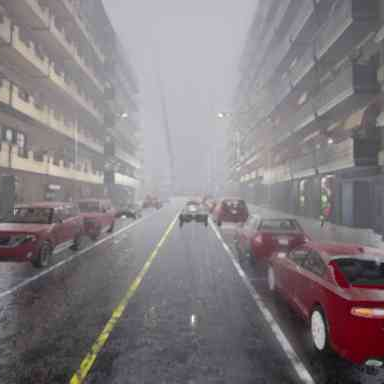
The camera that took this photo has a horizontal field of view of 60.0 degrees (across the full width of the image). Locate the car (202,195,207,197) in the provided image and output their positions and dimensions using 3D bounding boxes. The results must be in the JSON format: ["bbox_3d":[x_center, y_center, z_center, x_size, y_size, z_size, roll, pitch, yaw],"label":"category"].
[{"bbox_3d":[2.567,1.355,55.661,2.192,1.841,5.009,1,0,0],"label":"car"}]

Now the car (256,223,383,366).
[{"bbox_3d":[2.585,1.541,5.879,1.887,1.381,4.507,1,0,0],"label":"car"}]

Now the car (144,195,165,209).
[{"bbox_3d":[-5.281,1.332,44.655,2.192,1.841,5.009,1,0,0],"label":"car"}]

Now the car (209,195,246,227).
[{"bbox_3d":[2.560,1.310,22.472,2.192,1.841,5.009,1,0,0],"label":"car"}]

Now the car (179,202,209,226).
[{"bbox_3d":[0.105,1.596,23.508,1.895,1.301,4.718,0,0,0],"label":"car"}]

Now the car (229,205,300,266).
[{"bbox_3d":[2.596,1.435,11.411,1.967,1.590,4.097,1,0,0],"label":"car"}]

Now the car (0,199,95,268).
[{"bbox_3d":[-5.289,1.311,11.473,2.192,1.841,5.009,1,0,0],"label":"car"}]

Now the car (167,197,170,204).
[{"bbox_3d":[-5.283,1.652,66.780,1.802,1.307,4.206,1,0,0],"label":"car"}]

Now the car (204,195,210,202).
[{"bbox_3d":[2.559,1.442,33.536,1.967,1.590,4.097,1,0,0],"label":"car"}]

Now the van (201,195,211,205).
[{"bbox_3d":[2.567,1.395,61.193,1.690,1.788,3.998,1,0,0],"label":"van"}]

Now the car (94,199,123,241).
[{"bbox_3d":[-5.287,1.310,17.003,2.192,1.841,5.009,1,0,0],"label":"car"}]

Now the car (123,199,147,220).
[{"bbox_3d":[-5.291,1.564,28.066,1.947,1.339,4.313,1,0,0],"label":"car"}]

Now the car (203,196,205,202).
[{"bbox_3d":[2.559,1.599,44.598,1.802,1.307,4.206,1,0,0],"label":"car"}]

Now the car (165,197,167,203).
[{"bbox_3d":[-5.286,1.572,50.187,1.887,1.381,4.507,1,0,0],"label":"car"}]

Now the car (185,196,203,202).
[{"bbox_3d":[0.103,1.538,41.645,1.812,1.442,4.674,0,0,0],"label":"car"}]
